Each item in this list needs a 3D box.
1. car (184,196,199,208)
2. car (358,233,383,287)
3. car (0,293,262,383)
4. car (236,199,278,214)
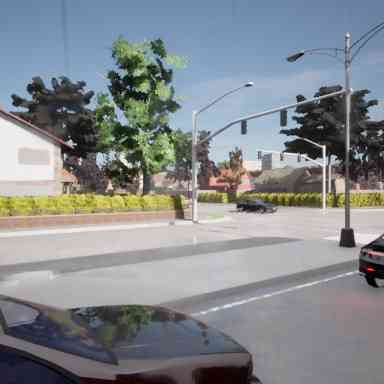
[{"bbox_3d":[-0.965,1.351,45.744,2.097,1.767,4.553,0,0,-36],"label":"car"},{"bbox_3d":[5.965,1.492,8.038,4.902,1.511,2.128,0,0,-35],"label":"car"},{"bbox_3d":[-1.954,1.547,2.355,5.357,1.411,2.033,0,0,-35],"label":"car"},{"bbox_3d":[6.801,1.505,35.190,1.837,1.490,4.892,0,0,-37],"label":"car"}]
